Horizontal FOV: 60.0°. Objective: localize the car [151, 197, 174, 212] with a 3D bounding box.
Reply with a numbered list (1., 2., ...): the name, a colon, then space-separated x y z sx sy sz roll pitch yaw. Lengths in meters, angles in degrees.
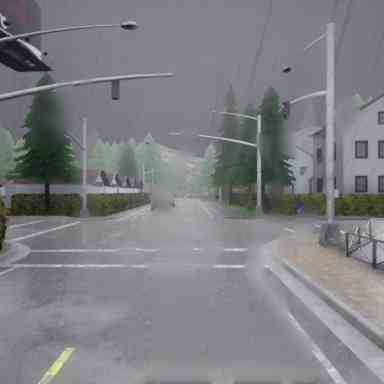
1. car: -3.553 1.547 38.420 2.033 1.411 5.357 0 0 0
